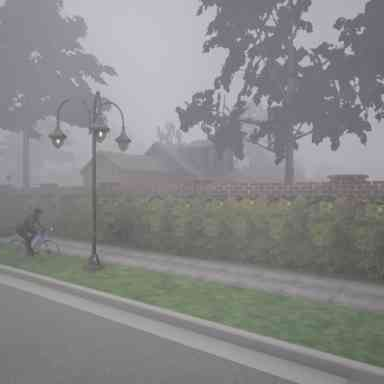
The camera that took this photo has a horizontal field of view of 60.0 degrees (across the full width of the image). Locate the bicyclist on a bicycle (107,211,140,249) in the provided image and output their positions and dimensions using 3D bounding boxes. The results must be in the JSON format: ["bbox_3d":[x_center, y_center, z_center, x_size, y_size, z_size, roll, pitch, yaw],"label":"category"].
[{"bbox_3d":[-2.480,1.395,12.018,0.582,1.656,1.620,-28,-14,16],"label":"bicyclist on a bicycle"}]

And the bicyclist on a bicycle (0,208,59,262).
[{"bbox_3d":[-4.791,1.313,10.032,1.656,1.620,0.582,0,0,5],"label":"bicyclist on a bicycle"}]
